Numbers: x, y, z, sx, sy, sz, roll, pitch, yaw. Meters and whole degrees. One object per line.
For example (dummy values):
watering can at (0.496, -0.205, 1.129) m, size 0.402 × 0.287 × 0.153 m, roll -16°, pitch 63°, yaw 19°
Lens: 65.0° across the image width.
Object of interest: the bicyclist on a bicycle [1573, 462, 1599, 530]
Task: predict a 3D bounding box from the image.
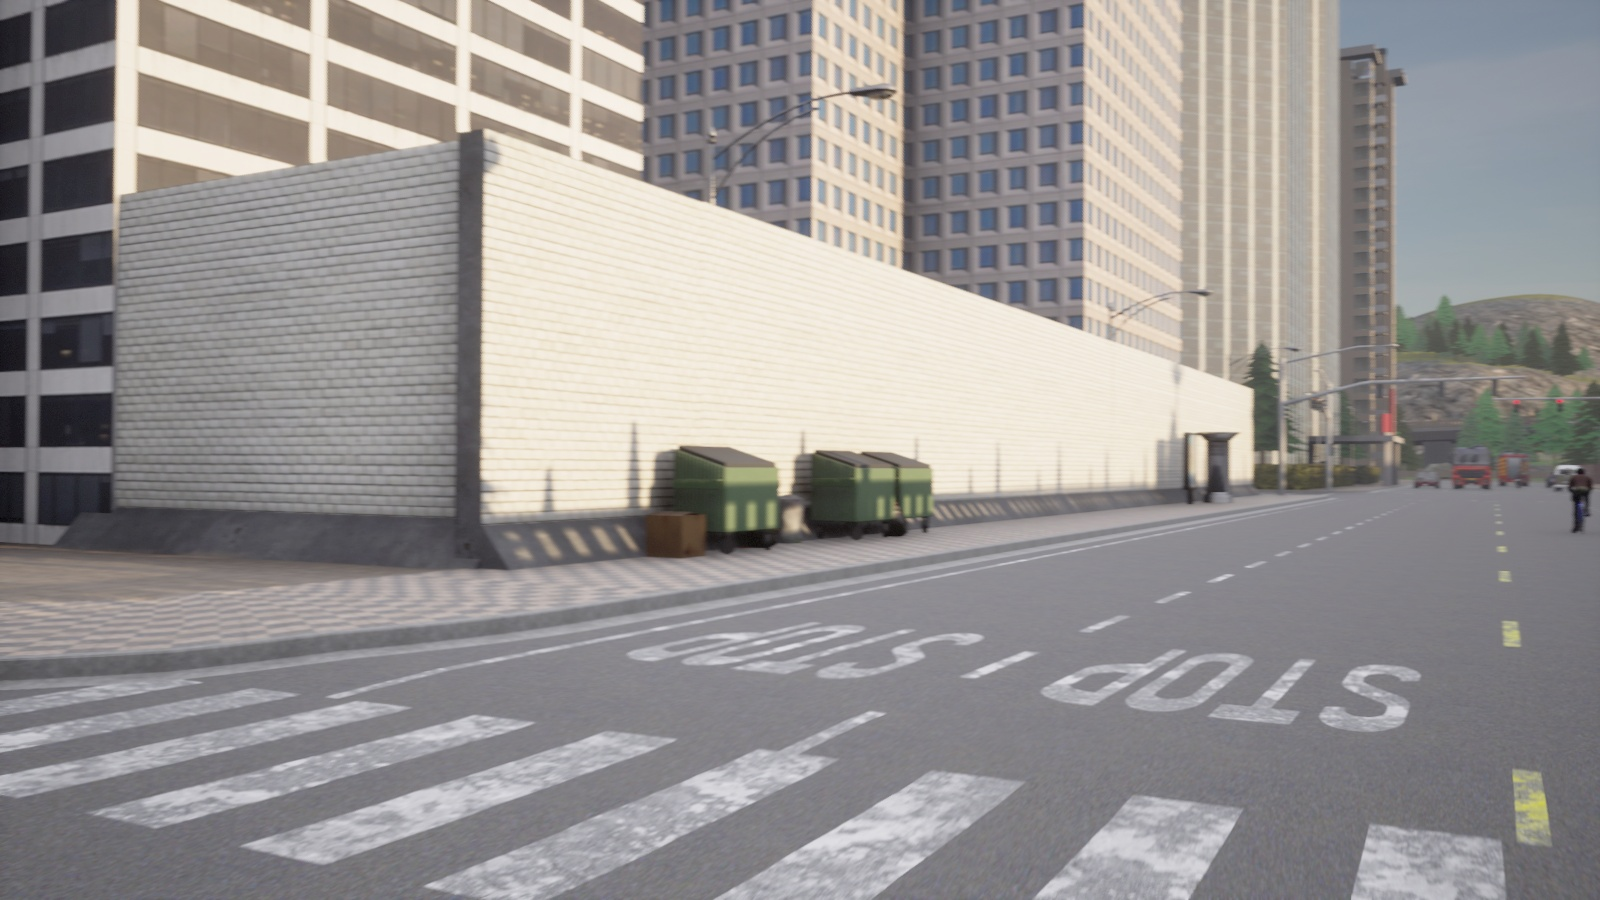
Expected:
bicyclist on a bicycle at (19.556, 1.127, 31.129) m, size 0.582 × 1.620 × 1.656 m, roll -1°, pitch -1°, yaw 29°
